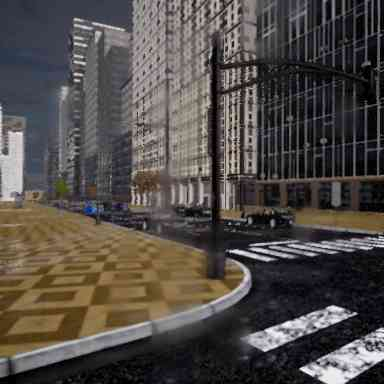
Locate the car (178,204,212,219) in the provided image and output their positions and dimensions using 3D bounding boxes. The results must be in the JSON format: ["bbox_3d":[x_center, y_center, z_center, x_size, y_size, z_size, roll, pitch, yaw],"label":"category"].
[{"bbox_3d":[0.640,2.025,34.523,1.947,1.339,4.313,-1,-1,-27],"label":"car"}]

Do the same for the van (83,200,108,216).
[{"bbox_3d":[-11.922,1.964,40.777,1.690,1.788,3.998,-1,-1,-27],"label":"van"}]

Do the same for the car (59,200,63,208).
[{"bbox_3d":[-24.620,2.668,65.863,1.887,1.381,4.507,-1,-1,-27],"label":"car"}]

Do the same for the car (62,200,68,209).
[{"bbox_3d":[-22.004,2.543,60.694,1.752,1.417,4.829,-1,-1,-27],"label":"car"}]

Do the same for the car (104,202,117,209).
[{"bbox_3d":[-17.143,2.735,69.648,1.802,1.307,4.206,-1,-1,-27],"label":"car"}]

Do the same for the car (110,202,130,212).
[{"bbox_3d":[-10.972,2.333,51.749,1.812,1.442,4.674,0,-1,-27],"label":"car"}]

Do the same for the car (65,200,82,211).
[{"bbox_3d":[-19.539,2.471,55.827,2.008,1.369,4.403,-1,-1,-27],"label":"car"}]

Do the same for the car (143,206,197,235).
[{"bbox_3d":[-1.756,1.790,20.702,2.008,1.369,4.403,-1,-1,-27],"label":"car"}]

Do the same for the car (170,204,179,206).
[{"bbox_3d":[-1.901,2.122,39.541,1.947,1.339,4.313,-1,-1,-27],"label":"car"}]

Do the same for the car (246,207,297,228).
[{"bbox_3d":[5.721,1.820,24.487,2.008,1.369,4.403,-1,-1,-27],"label":"car"}]

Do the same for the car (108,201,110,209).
[{"bbox_3d":[-15.613,2.495,60.906,1.837,1.490,4.892,0,-1,-27],"label":"car"}]

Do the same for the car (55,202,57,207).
[{"bbox_3d":[-32.241,2.976,80.916,1.887,1.381,4.507,-1,-1,-27],"label":"car"}]
